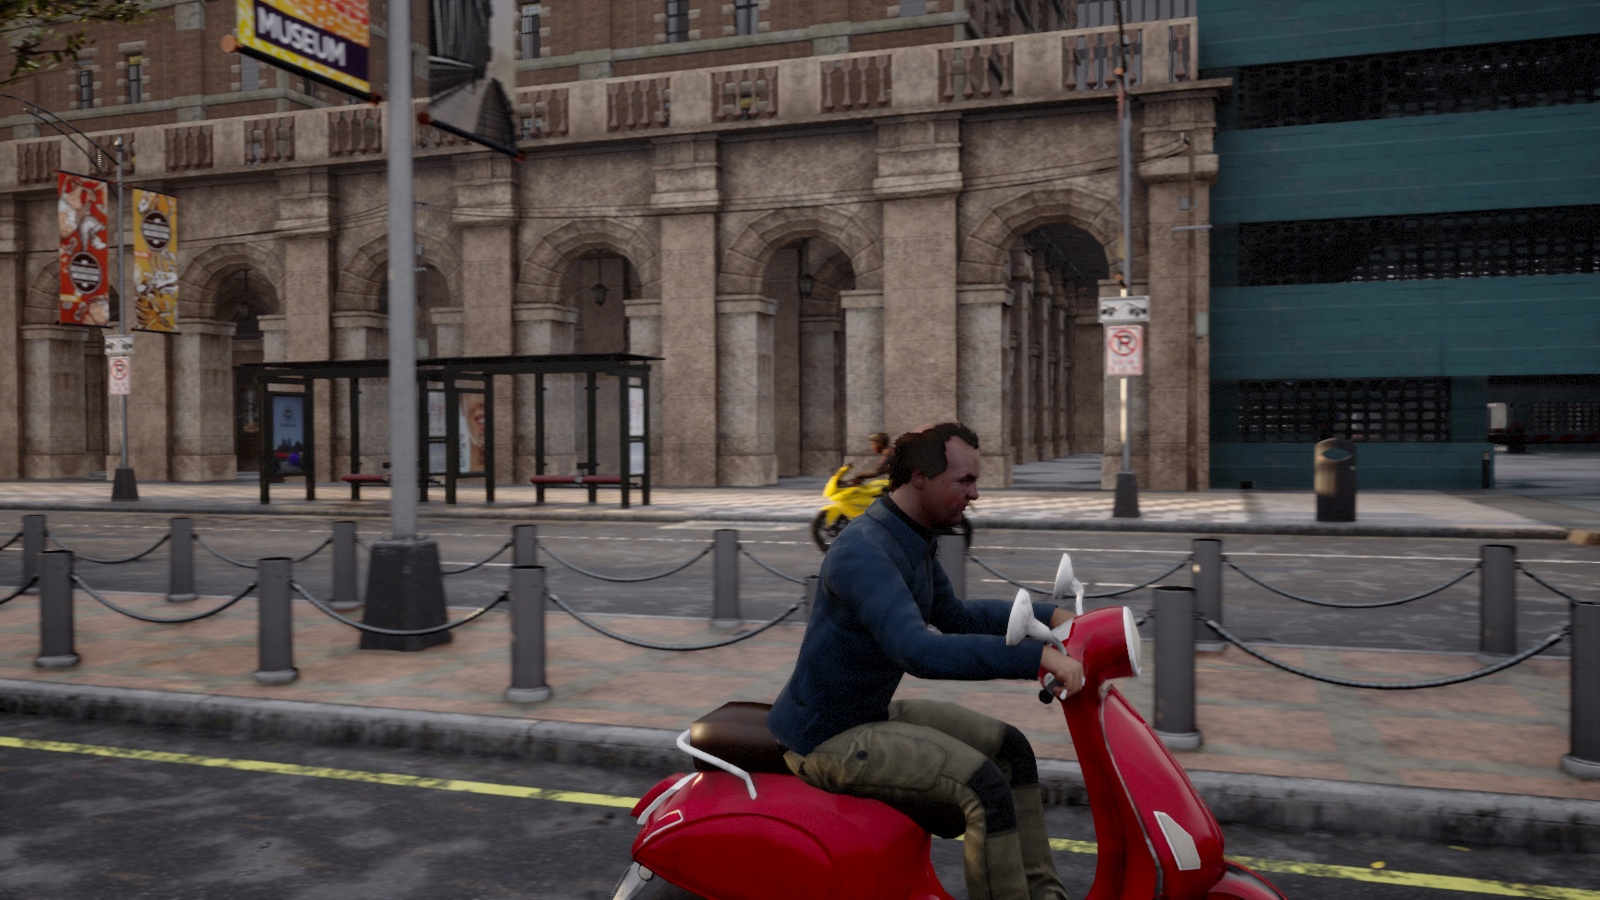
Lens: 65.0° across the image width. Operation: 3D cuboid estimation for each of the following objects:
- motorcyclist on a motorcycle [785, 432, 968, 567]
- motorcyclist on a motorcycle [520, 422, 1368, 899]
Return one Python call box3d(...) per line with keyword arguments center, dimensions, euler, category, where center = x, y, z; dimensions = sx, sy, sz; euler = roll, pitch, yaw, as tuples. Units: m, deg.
box3d(center=(0.914, 0.556, 15.011), dimensions=(2.044, 1.523, 0.797), euler=(0, 1, 19), category="motorcyclist on a motorcycle")
box3d(center=(0.343, 0.730, 3.073), dimensions=(1.817, 1.590, 0.866), euler=(0, 1, 19), category="motorcyclist on a motorcycle")
